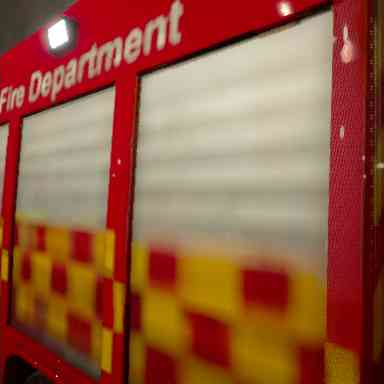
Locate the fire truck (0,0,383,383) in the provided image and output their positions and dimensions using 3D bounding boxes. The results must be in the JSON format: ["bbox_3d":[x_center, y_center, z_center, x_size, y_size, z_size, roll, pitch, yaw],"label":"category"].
[{"bbox_3d":[-1.736,0.363,4.577,8.468,3.827,2.891,0,-2,41],"label":"fire truck"}]
